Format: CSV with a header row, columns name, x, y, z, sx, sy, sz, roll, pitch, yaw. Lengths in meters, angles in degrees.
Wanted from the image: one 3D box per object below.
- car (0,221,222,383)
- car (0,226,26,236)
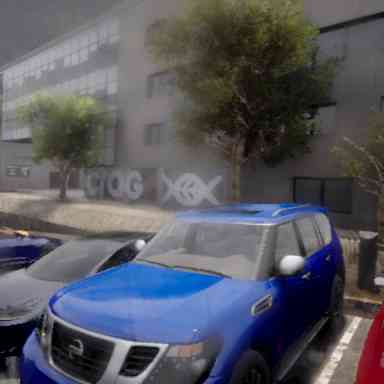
name,x,y,z,sx,sy,sz,roll,pitch,yaw
car,-1.646,1.560,6.420,2.163,1.488,4.792,-1,0,36
car,-6.160,1.621,9.713,2.163,1.488,4.792,-1,0,36
